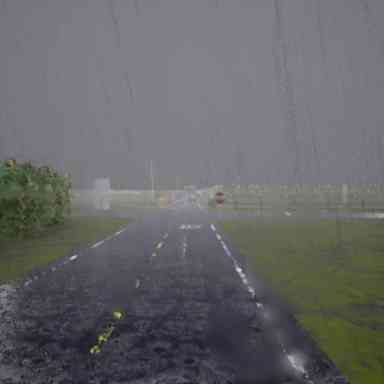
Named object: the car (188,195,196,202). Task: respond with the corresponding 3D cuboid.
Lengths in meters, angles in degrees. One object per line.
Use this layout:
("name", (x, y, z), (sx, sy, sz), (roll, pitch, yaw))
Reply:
("car", (-0.017, 1.525, 82.705), (2.097, 1.767, 4.553), (0, 0, 0))

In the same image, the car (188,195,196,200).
("car", (-0.019, 1.575, 92.773), (1.994, 1.385, 4.181), (0, 0, 0))
